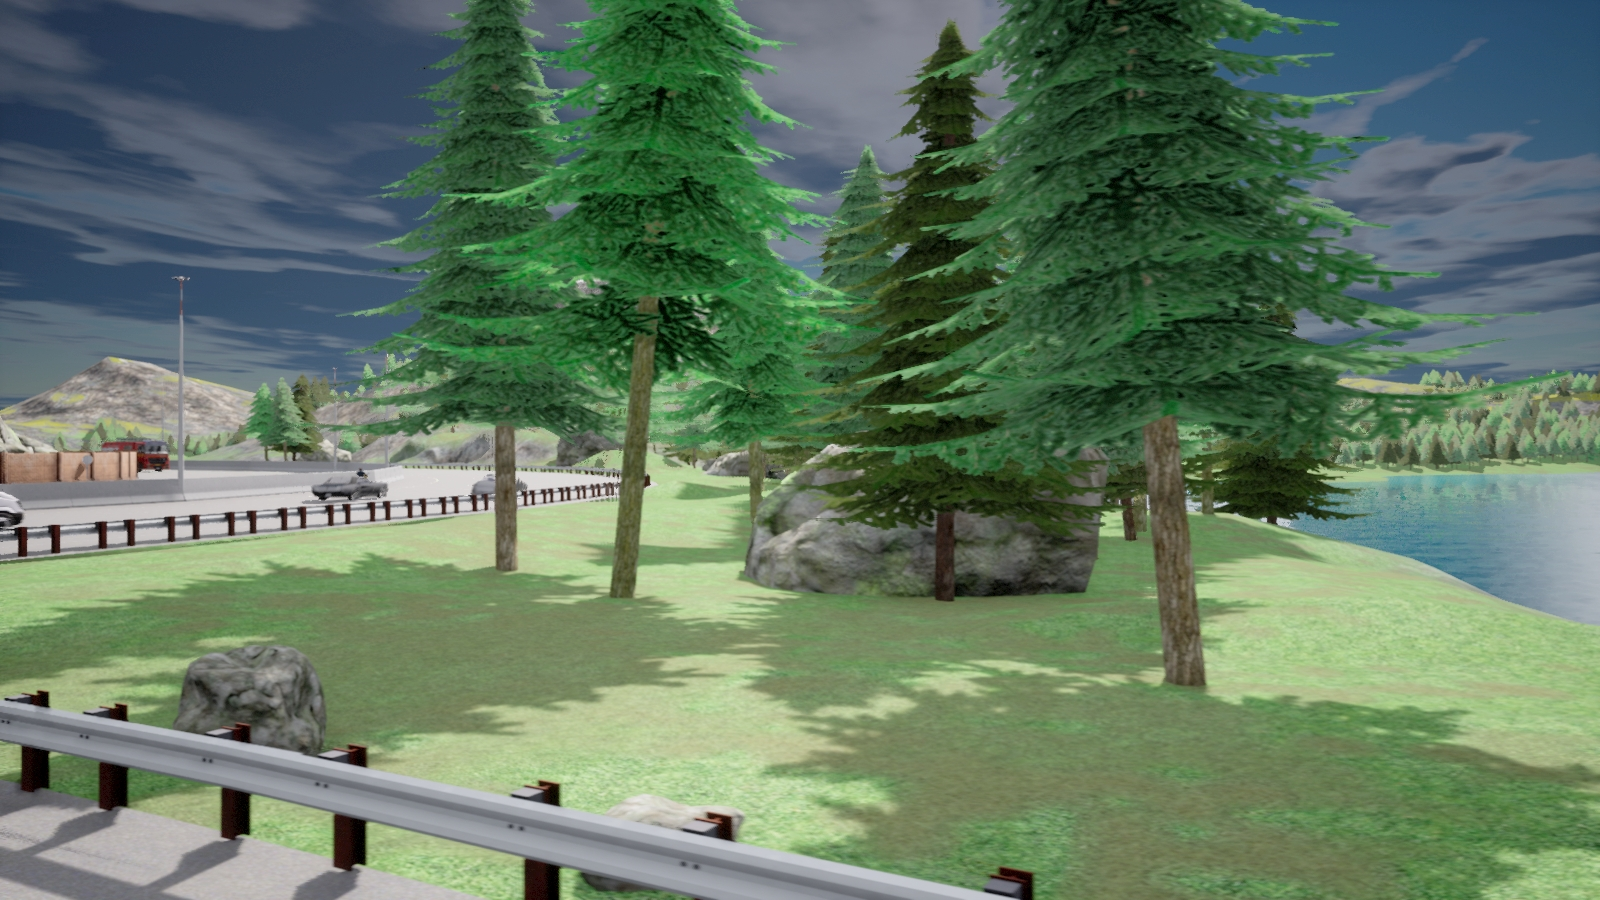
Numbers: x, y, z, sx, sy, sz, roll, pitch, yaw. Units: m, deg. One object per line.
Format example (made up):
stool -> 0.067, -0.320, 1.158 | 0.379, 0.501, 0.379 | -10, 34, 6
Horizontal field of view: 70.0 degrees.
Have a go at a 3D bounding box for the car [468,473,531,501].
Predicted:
car -> -16.575, 2.003, 63.227 | 1.994, 1.385, 4.181 | 0, 0, 7

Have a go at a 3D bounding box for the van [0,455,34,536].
van -> -26.790, 1.437, 34.752 | 1.988, 2.561, 5.915 | 0, 0, 16

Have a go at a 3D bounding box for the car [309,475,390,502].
car -> -23.932, 2.029, 60.911 | 1.895, 1.301, 4.718 | 0, 0, 9
